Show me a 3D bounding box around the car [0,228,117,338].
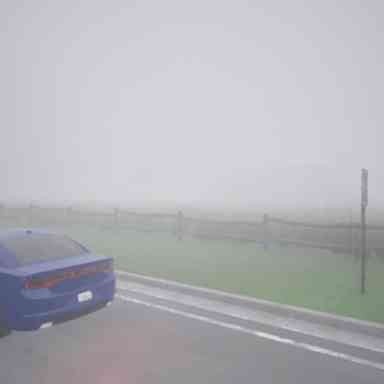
[{"bbox_3d":[-3.678,1.464,6.617,5.008,1.535,1.882,0,0,36],"label":"car"}]
